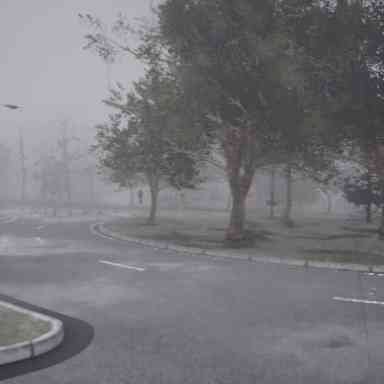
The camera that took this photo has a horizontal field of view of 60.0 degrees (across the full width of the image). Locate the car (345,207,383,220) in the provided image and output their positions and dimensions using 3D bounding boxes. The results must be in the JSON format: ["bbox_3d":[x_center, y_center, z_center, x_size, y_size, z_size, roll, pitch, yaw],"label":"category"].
[{"bbox_3d":[23.724,2.919,45.167,5.008,1.535,1.882,1,-2,39],"label":"car"}]

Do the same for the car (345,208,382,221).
[{"bbox_3d":[22.188,2.948,42.443,4.718,1.301,1.895,1,-1,39],"label":"car"}]

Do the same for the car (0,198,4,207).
[{"bbox_3d":[-29.111,1.292,47.687,4.902,1.511,2.128,2,-1,26],"label":"car"}]
